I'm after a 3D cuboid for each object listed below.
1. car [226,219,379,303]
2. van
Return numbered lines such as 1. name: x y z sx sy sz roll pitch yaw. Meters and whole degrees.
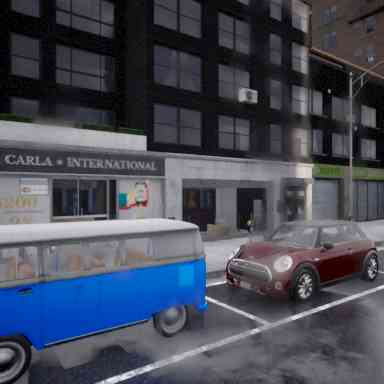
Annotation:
1. car: 2.751 1.440 8.160 4.097 1.590 1.967 0 0 -36
2. van: -1.651 1.341 5.011 3.998 1.788 1.690 0 0 -36
